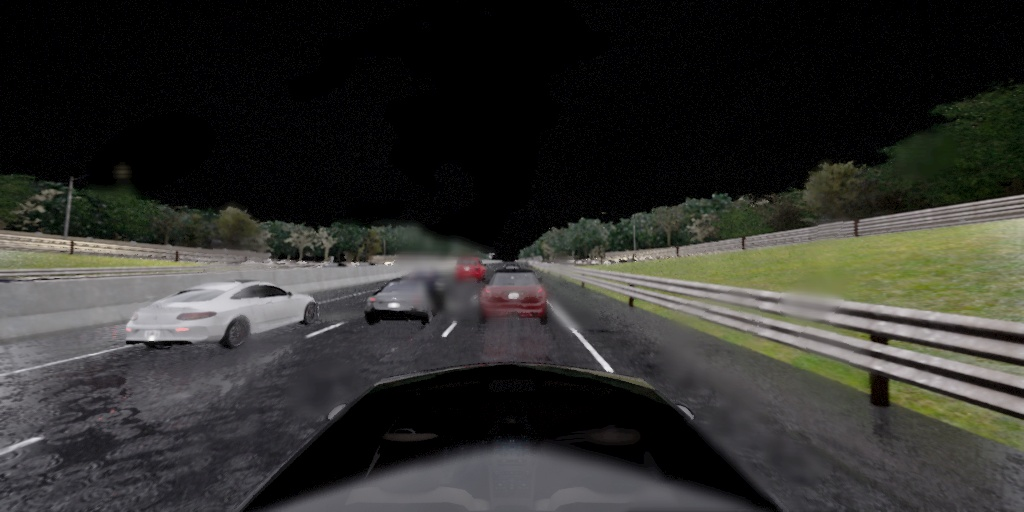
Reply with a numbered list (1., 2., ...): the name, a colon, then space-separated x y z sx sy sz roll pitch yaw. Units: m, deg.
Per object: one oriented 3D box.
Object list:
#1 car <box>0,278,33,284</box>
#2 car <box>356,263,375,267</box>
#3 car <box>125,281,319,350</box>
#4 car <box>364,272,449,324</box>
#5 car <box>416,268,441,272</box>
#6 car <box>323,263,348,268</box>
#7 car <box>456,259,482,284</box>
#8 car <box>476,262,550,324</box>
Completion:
1. car: -17.614 1.418 11.738 1.994 1.385 4.181 0 -1 0
2. car: -21.164 1.709 51.718 1.837 1.490 4.892 0 0 0
3. car: -6.914 1.350 9.196 1.812 1.442 4.674 0 -1 0
4. car: -3.418 1.416 12.378 1.994 1.385 4.181 0 -1 0
5. car: -6.949 1.613 29.921 1.895 1.301 4.718 0 -1 0
6. car: -24.662 1.697 49.985 1.837 1.490 4.892 0 0 0
7. car: -3.451 1.239 30.782 2.150 2.045 5.566 0 0 0
8. car: 0.081 1.204 12.583 2.097 1.767 4.553 0 -1 0
